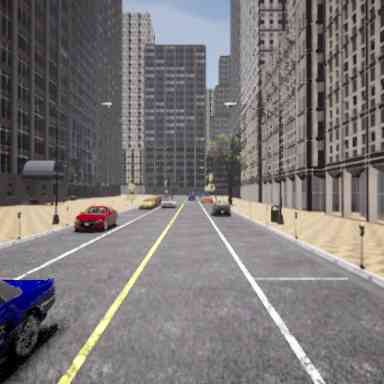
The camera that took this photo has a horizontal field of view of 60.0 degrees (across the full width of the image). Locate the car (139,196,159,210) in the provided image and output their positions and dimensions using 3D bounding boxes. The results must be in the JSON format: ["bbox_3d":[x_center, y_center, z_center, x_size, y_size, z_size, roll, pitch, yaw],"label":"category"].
[{"bbox_3d":[-5.682,1.446,42.615,1.752,1.417,4.829,1,0,0],"label":"car"}]

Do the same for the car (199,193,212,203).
[{"bbox_3d":[3.001,1.220,66.943,2.097,1.767,4.553,0,0,0],"label":"car"}]

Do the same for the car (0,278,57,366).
[{"bbox_3d":[-3.099,1.595,3.106,1.895,1.301,4.718,0,0,0],"label":"car"}]

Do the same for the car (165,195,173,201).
[{"bbox_3d":[-5.681,1.418,82.284,1.802,1.307,4.206,1,0,0],"label":"car"}]

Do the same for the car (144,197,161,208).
[{"bbox_3d":[-5.681,1.453,48.428,1.887,1.381,4.507,1,0,0],"label":"car"}]

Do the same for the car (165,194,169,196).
[{"bbox_3d":[-5.682,1.451,59.713,1.947,1.339,4.313,1,0,0],"label":"car"}]

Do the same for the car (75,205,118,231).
[{"bbox_3d":[-5.682,1.509,20.213,1.887,1.381,4.507,1,0,0],"label":"car"}]

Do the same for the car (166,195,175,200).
[{"bbox_3d":[-5.682,1.389,87.927,1.947,1.339,4.313,1,0,0],"label":"car"}]

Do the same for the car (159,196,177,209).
[{"bbox_3d":[-3.091,1.517,44.368,1.895,1.301,4.718,0,0,0],"label":"car"}]

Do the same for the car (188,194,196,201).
[{"bbox_3d":[0.001,1.356,80.256,1.812,1.442,4.674,0,0,0],"label":"car"}]

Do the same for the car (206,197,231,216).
[{"bbox_3d":[2.699,1.493,31.510,2.008,1.369,4.403,1,0,0],"label":"car"}]
